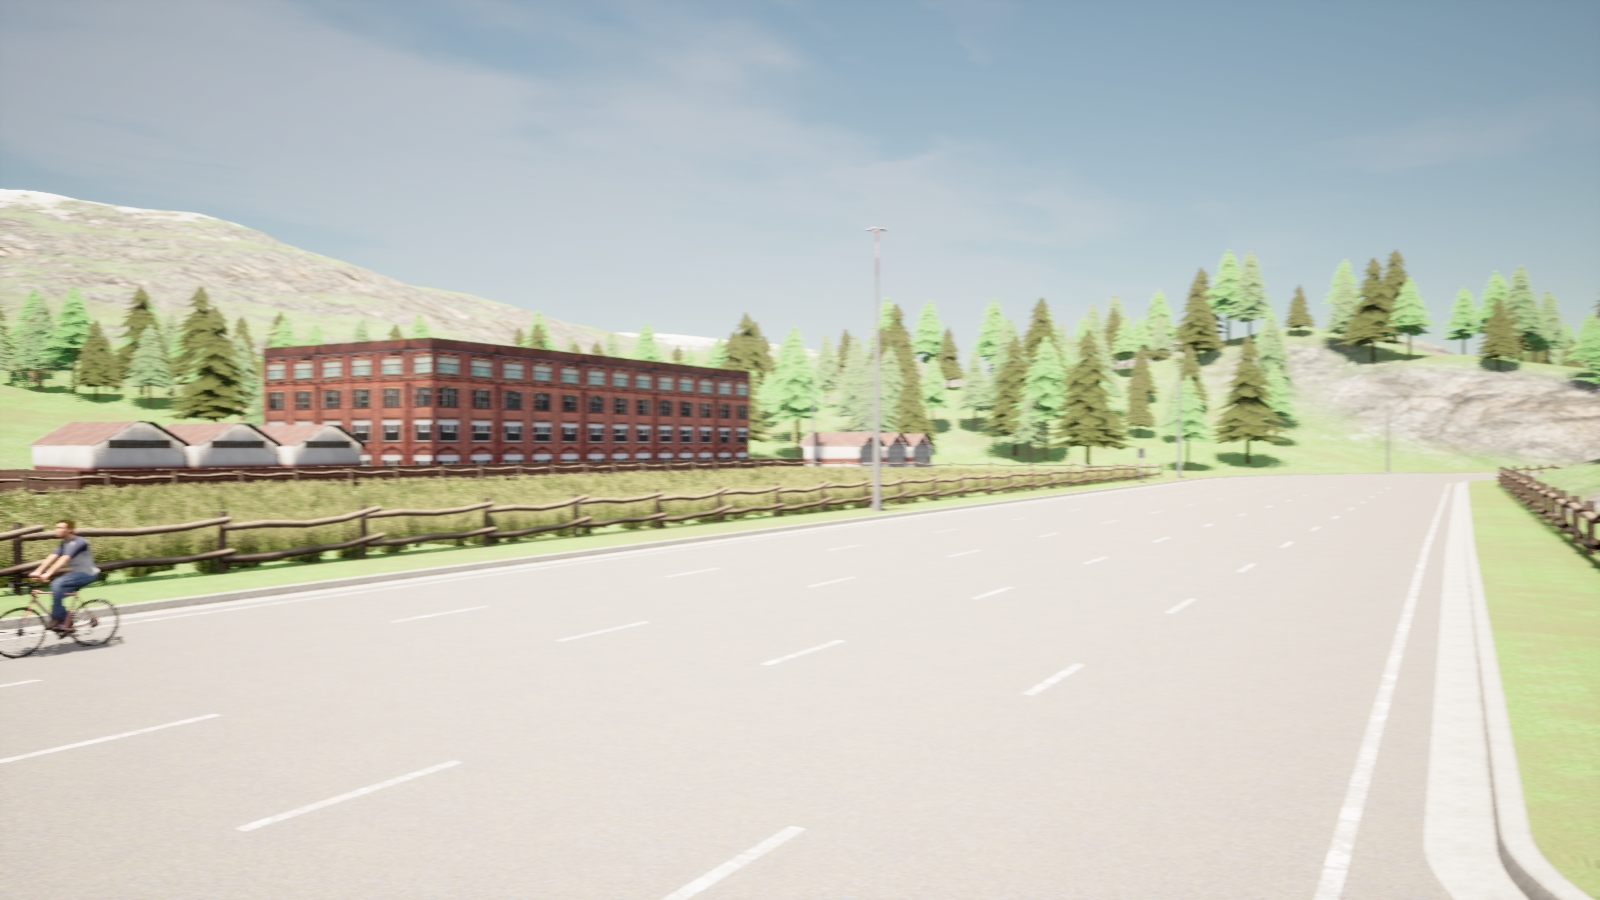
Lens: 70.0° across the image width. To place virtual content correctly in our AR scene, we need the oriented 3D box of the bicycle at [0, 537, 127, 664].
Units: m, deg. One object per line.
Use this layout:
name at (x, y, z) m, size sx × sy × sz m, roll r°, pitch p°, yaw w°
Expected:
bicycle at (-10.063, 1.996, 15.500) m, size 0.373 × 1.496 × 1.643 m, roll 0°, pitch 1°, yaw 30°
